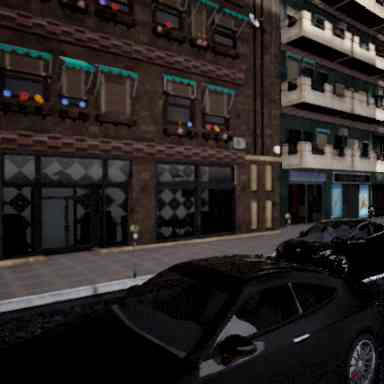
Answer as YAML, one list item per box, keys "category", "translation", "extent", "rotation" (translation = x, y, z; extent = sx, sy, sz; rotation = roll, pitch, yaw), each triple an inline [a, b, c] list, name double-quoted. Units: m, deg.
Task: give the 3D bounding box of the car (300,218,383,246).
- category: "car"
  translation: [4.328, 1.473, 9.637]
  extent: [4.313, 1.339, 1.947]
  rotation: [-1, 1, -35]

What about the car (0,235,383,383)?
- category: "car"
  translation: [0.274, 1.503, 3.573]
  extent: [4.674, 1.442, 1.812]
  rotation: [-1, 0, -35]
